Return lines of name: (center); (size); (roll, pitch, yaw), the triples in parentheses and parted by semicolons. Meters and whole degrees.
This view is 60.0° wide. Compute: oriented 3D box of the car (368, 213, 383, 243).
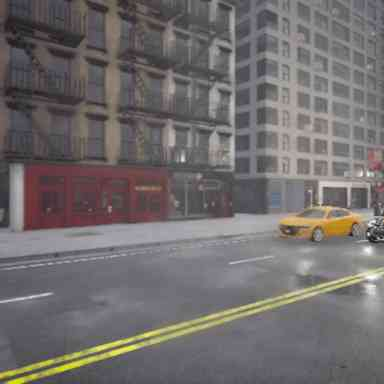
car: (9.605, 1.329, 14.515); (4.553, 1.767, 2.097); (0, 0, -35)

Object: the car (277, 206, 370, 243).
car: (6.262, 1.457, 16.127); (5.008, 1.535, 1.882); (0, 0, -35)
